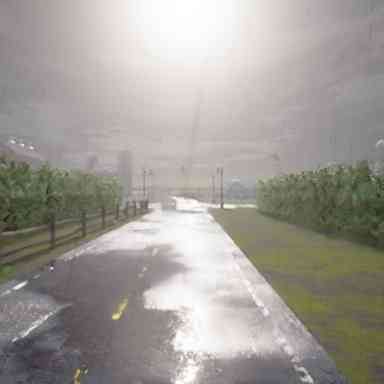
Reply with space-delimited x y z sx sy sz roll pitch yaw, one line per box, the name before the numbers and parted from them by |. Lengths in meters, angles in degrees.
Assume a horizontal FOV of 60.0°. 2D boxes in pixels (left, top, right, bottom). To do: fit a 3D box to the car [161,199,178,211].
car | -2.753 1.617 41.496 1.837 1.490 4.892 0 0 0
